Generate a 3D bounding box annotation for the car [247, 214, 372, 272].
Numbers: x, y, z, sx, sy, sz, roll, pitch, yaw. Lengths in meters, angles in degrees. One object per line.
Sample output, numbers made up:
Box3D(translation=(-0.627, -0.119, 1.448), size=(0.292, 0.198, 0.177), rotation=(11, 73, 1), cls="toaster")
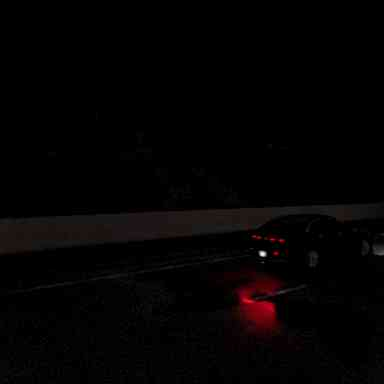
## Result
Box3D(translation=(3.962, 1.485, 10.807), size=(4.892, 1.490, 1.837), rotation=(0, 0, -35), cls="car")
